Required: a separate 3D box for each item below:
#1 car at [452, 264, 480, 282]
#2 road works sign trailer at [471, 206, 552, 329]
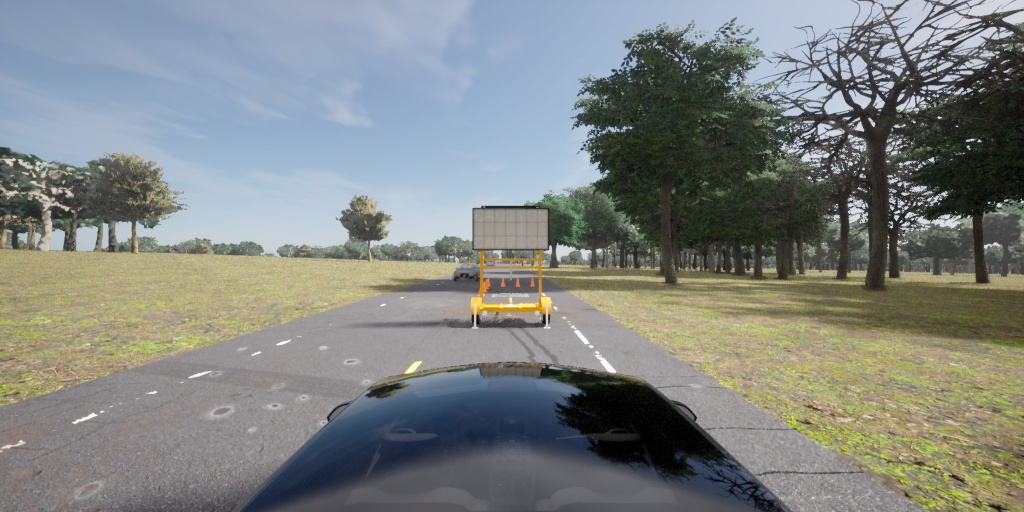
[{"bbox_3d":[-3.789,1.404,30.351,1.994,1.385,4.181,0,0,-1],"label":"car"},{"bbox_3d":[-0.035,0.226,11.313,2.380,3.560,2.880,0,0,0],"label":"road works sign trailer"}]
